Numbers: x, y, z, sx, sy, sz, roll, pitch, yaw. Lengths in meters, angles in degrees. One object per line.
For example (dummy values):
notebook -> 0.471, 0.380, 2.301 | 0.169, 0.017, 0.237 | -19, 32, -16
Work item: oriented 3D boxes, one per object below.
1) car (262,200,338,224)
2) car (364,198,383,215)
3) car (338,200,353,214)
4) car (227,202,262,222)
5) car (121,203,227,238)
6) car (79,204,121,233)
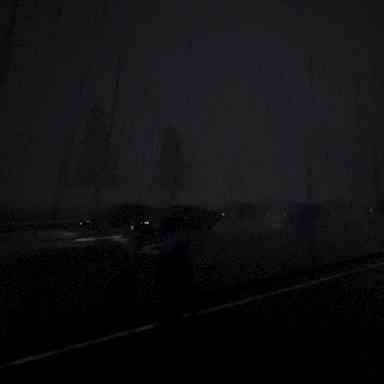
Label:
car -> 7.745, 1.432, 23.606 | 5.357, 1.411, 2.033 | 0, 0, -35
car -> 17.785, 1.304, 30.719 | 4.902, 1.511, 2.128 | 0, 0, -35
car -> 13.329, 1.431, 31.853 | 4.718, 1.301, 1.895 | 0, 0, -35
car -> 3.860, 1.445, 25.138 | 5.357, 1.411, 2.033 | 0, 0, -35
car -> -0.883, 1.437, 17.465 | 4.902, 1.511, 2.128 | 0, 0, -35
car -> -4.077, 1.459, 19.490 | 4.892, 1.490, 1.837 | 0, 0, -35
